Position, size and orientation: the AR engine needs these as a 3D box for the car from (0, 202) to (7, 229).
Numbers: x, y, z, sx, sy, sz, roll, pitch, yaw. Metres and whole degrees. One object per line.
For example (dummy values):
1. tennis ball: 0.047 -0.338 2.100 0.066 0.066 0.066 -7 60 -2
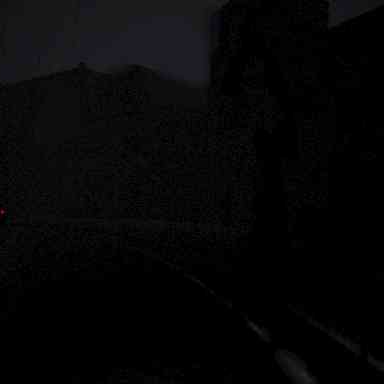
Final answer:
1. car: -14.523 1.500 21.774 5.566 2.045 2.150 -2 2 31
